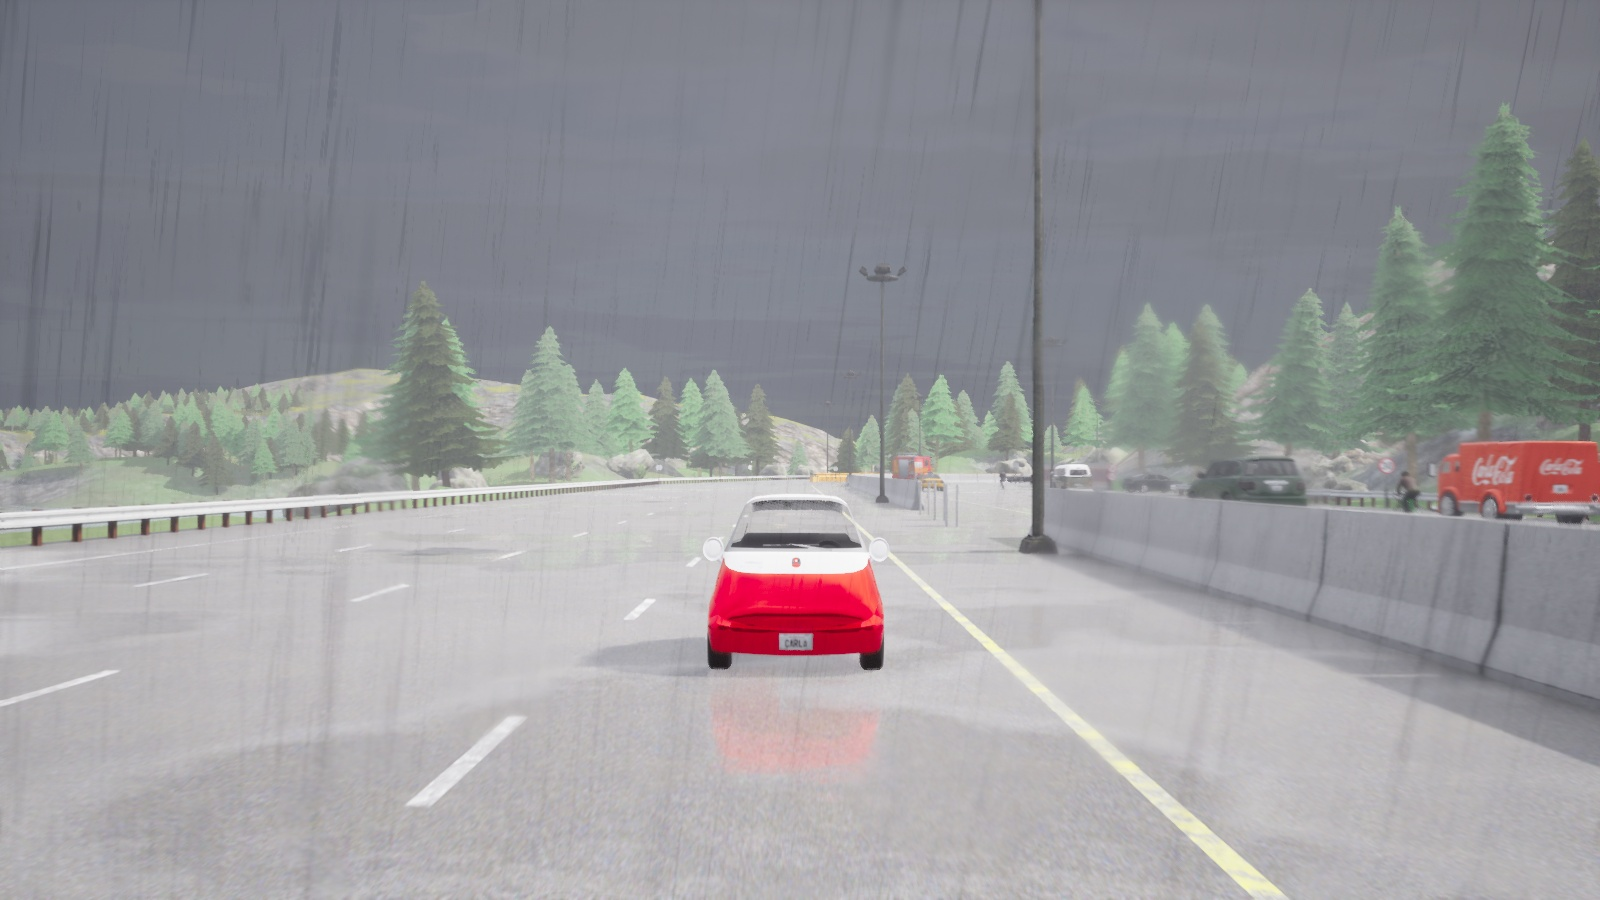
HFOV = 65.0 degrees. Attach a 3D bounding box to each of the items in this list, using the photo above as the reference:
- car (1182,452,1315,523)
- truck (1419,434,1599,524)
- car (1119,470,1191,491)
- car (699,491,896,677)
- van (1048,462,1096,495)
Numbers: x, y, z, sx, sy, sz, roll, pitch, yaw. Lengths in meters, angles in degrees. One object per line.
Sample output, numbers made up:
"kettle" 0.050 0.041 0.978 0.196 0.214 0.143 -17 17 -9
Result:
"car" 13.906 1.136 39.365 2.150 2.045 5.566 0 -1 0
"truck" 20.911 0.859 37.127 2.627 2.467 5.204 0 -1 0
"car" 26.546 2.283 93.858 4.892 1.490 1.837 0 -2 -16
"car" -0.024 1.047 10.579 1.481 1.376 2.207 0 -1 0
"van" 17.309 1.811 80.075 2.069 2.038 4.480 0 -1 0
